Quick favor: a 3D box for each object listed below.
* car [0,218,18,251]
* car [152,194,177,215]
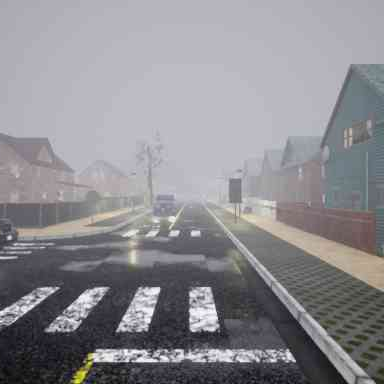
[{"bbox_3d":[-8.998,1.212,11.218,5.566,2.045,2.150,0,-1,-4],"label":"car"},{"bbox_3d":[-2.715,1.249,34.058,2.150,2.045,5.566,0,1,0],"label":"car"}]
